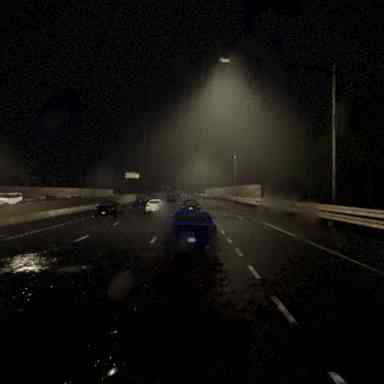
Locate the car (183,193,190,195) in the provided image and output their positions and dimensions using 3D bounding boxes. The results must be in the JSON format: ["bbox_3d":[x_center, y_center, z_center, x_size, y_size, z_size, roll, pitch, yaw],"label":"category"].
[{"bbox_3d":[-0.615,1.354,76.925,1.882,1.535,5.008,0,0,-1],"label":"car"}]

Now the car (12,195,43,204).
[{"bbox_3d":[-21.263,1.492,44.393,2.033,1.411,5.357,0,0,0],"label":"car"}]

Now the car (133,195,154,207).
[{"bbox_3d":[-7.252,1.287,48.833,2.097,1.767,4.553,0,0,-1],"label":"car"}]

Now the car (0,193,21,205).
[{"bbox_3d":[-24.762,1.164,44.473,2.150,2.045,5.566,0,0,0],"label":"car"}]

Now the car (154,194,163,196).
[{"bbox_3d":[-7.484,1.402,68.091,1.837,1.490,4.892,0,0,-1],"label":"car"}]

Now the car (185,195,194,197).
[{"bbox_3d":[-0.294,1.528,52.917,1.895,1.301,4.718,0,0,-1],"label":"car"}]

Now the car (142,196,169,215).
[{"bbox_3d":[-3.623,1.483,33.713,1.812,1.442,4.674,0,0,0],"label":"car"}]

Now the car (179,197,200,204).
[{"bbox_3d":[-0.117,1.522,32.901,1.994,1.385,4.181,0,0,0],"label":"car"}]

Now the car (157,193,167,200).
[{"bbox_3d":[-7.776,1.217,86.466,2.097,1.767,4.553,0,0,-1],"label":"car"}]

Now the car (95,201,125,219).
[{"bbox_3d":[-7.091,1.490,28.916,1.812,1.442,4.674,0,0,0],"label":"car"}]

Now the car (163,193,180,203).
[{"bbox_3d":[-3.950,1.253,65.622,2.097,1.767,4.553,0,0,-1],"label":"car"}]

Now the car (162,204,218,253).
[{"bbox_3d":[-0.022,1.462,13.726,1.882,1.535,5.008,0,0,0],"label":"car"}]

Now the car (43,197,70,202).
[{"bbox_3d":[-17.772,1.421,44.878,1.882,1.535,5.008,0,0,0],"label":"car"}]
